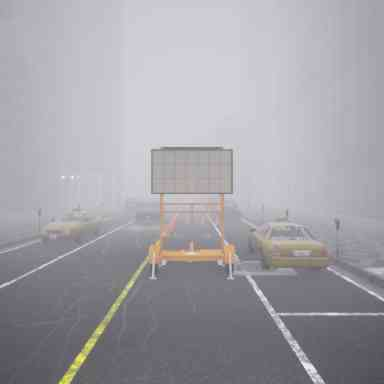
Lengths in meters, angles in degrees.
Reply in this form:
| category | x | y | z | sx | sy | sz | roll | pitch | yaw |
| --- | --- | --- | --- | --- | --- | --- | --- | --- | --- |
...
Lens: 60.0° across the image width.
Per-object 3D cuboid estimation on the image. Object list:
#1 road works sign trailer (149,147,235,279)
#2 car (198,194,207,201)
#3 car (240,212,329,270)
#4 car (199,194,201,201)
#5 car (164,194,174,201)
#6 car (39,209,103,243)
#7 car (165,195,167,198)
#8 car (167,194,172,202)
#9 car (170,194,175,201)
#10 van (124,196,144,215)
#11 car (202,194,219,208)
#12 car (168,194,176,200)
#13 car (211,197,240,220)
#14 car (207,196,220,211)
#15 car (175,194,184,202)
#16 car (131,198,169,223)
| category | x | y | z | sx | sy | sz | roll | pitch | yaw |
| --- | --- | --- | --- | --- | --- | --- | --- | --- | --- |
| road works sign trailer | 0.000 | 0.460 | 9.960 | 2.380 | 3.560 | 2.880 | 0 | 0 | 0 |
| car | 2.858 | 1.433 | 89.601 | 2.192 | 1.841 | 5.009 | 0 | 0 | 0 |
| car | 2.866 | 1.520 | 10.851 | 1.752 | 1.417 | 4.829 | 0 | 0 | 1 |
| car | 2.859 | 1.478 | 61.403 | 1.967 | 1.590 | 4.097 | 0 | 0 | 0 |
| car | -5.667 | 1.410 | 83.970 | 2.192 | 1.841 | 5.009 | 0 | 0 | 0 |
| car | -5.667 | 1.519 | 16.096 | 1.752 | 1.417 | 4.829 | 0 | 0 | 1 |
| car | -5.666 | 1.572 | 55.776 | 1.887 | 1.381 | 4.507 | 0 | 0 | 0 |
| car | -5.666 | 1.631 | 67.055 | 1.802 | 1.307 | 4.206 | 0 | 0 | 0 |
| car | -5.667 | 1.600 | 78.162 | 1.752 | 1.417 | 4.829 | 0 | 0 | 0 |
| van | -5.665 | 1.334 | 33.221 | 1.690 | 1.788 | 3.998 | 0 | 0 | 0 |
| car | 2.859 | 1.322 | 44.485 | 2.192 | 1.841 | 5.009 | 0 | 0 | 0 |
| car | -5.667 | 1.455 | 95.249 | 2.192 | 1.841 | 5.009 | 0 | 0 | 0 |
| car | 2.859 | 1.430 | 27.567 | 1.967 | 1.590 | 4.097 | 0 | 0 | 0 |
| car | 2.860 | 1.433 | 33.205 | 1.967 | 1.590 | 4.097 | 0 | 0 | 0 |
| car | -2.999 | 1.682 | 80.215 | 1.895 | 1.301 | 4.718 | 0 | 0 | 0 |
| car | -3.099 | 1.467 | 25.493 | 1.882 | 1.535 | 5.008 | 0 | 0 | 0 |
